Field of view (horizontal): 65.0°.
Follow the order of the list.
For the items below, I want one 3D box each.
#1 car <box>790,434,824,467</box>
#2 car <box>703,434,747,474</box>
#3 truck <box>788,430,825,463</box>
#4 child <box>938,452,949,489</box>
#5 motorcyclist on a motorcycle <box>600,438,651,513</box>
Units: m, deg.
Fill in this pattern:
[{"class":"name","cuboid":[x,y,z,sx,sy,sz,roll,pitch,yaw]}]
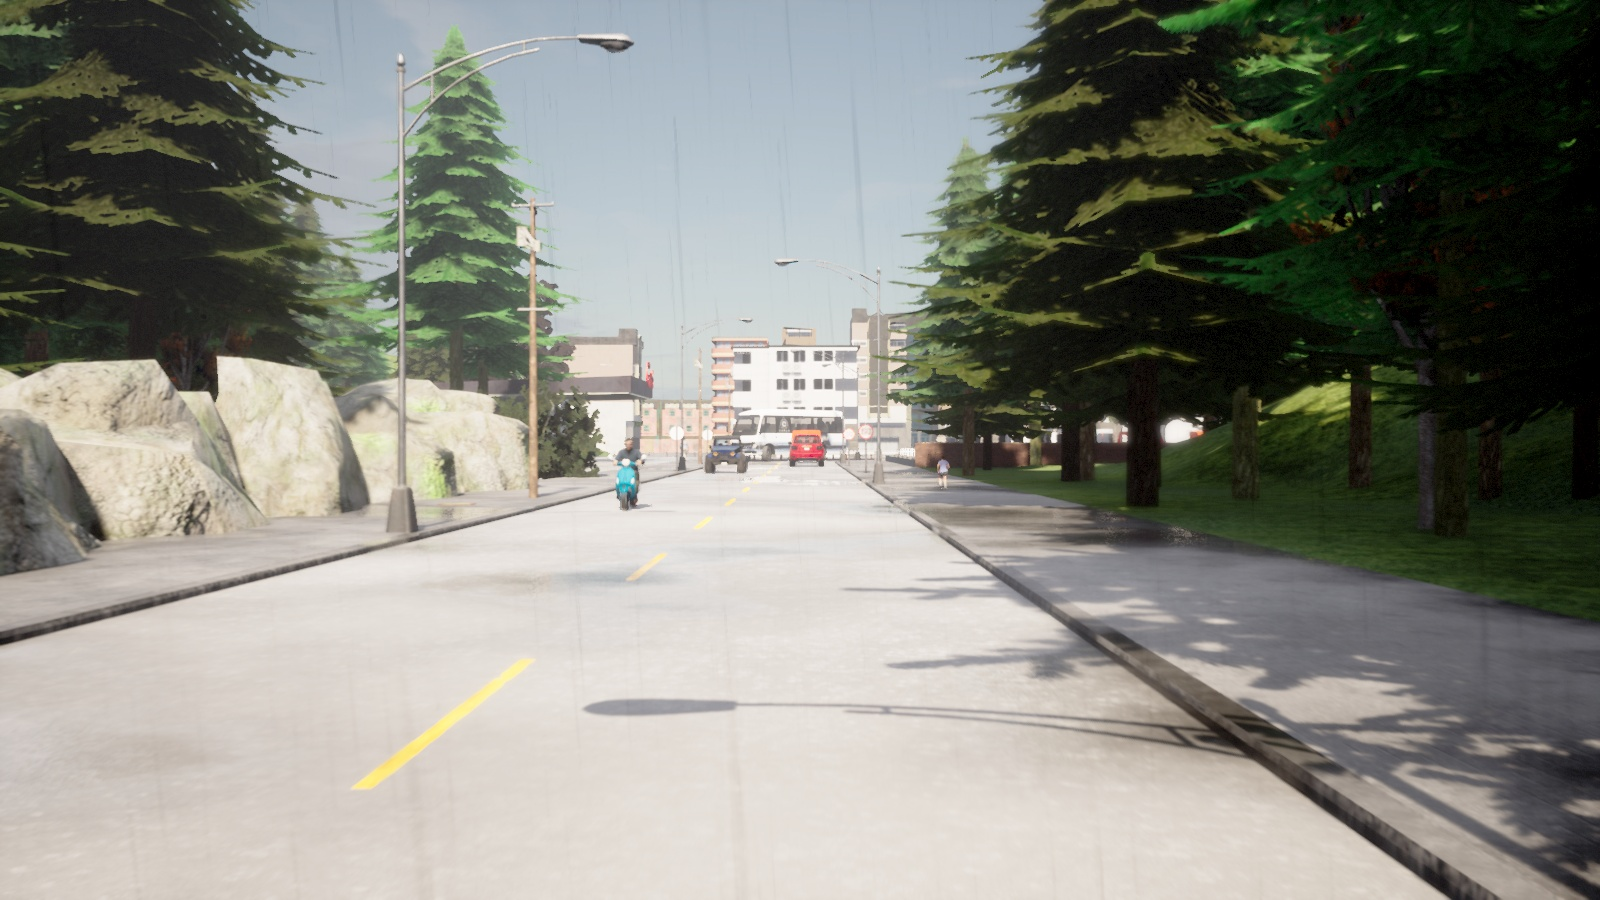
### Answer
[{"class":"car","cuboid":[0.439,0.011,80.675,2.150,2.045,5.566,0,0,0]},{"class":"car","cuboid":[-3.645,0.192,61.695,1.905,1.878,3.866,0,0,0]},{"class":"truck","cuboid":[0.554,-0.273,94.687,2.627,2.467,5.204,0,0,2]},{"class":"child","cuboid":[4.342,0.625,38.098,0.255,1.110,0.394,0,0,-6]},{"class":"motorcyclist on a motorcycle","cuboid":[-3.825,0.540,27.733,0.866,1.590,1.817,0,0,0]}]
